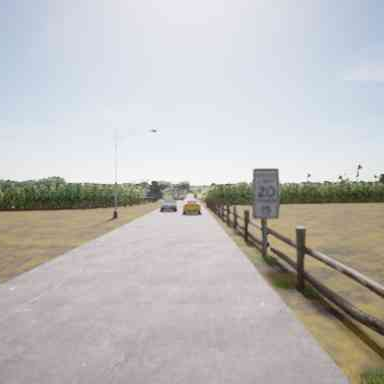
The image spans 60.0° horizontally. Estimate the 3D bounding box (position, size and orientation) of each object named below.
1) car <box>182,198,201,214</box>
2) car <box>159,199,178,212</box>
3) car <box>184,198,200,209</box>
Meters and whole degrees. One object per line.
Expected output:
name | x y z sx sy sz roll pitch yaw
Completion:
car | -0.004 1.527 35.507 1.882 1.535 5.008 0 0 0
car | -2.755 1.589 40.096 1.812 1.442 4.674 0 0 0
car | 0.006 1.587 47.196 2.128 1.511 4.902 0 0 0
